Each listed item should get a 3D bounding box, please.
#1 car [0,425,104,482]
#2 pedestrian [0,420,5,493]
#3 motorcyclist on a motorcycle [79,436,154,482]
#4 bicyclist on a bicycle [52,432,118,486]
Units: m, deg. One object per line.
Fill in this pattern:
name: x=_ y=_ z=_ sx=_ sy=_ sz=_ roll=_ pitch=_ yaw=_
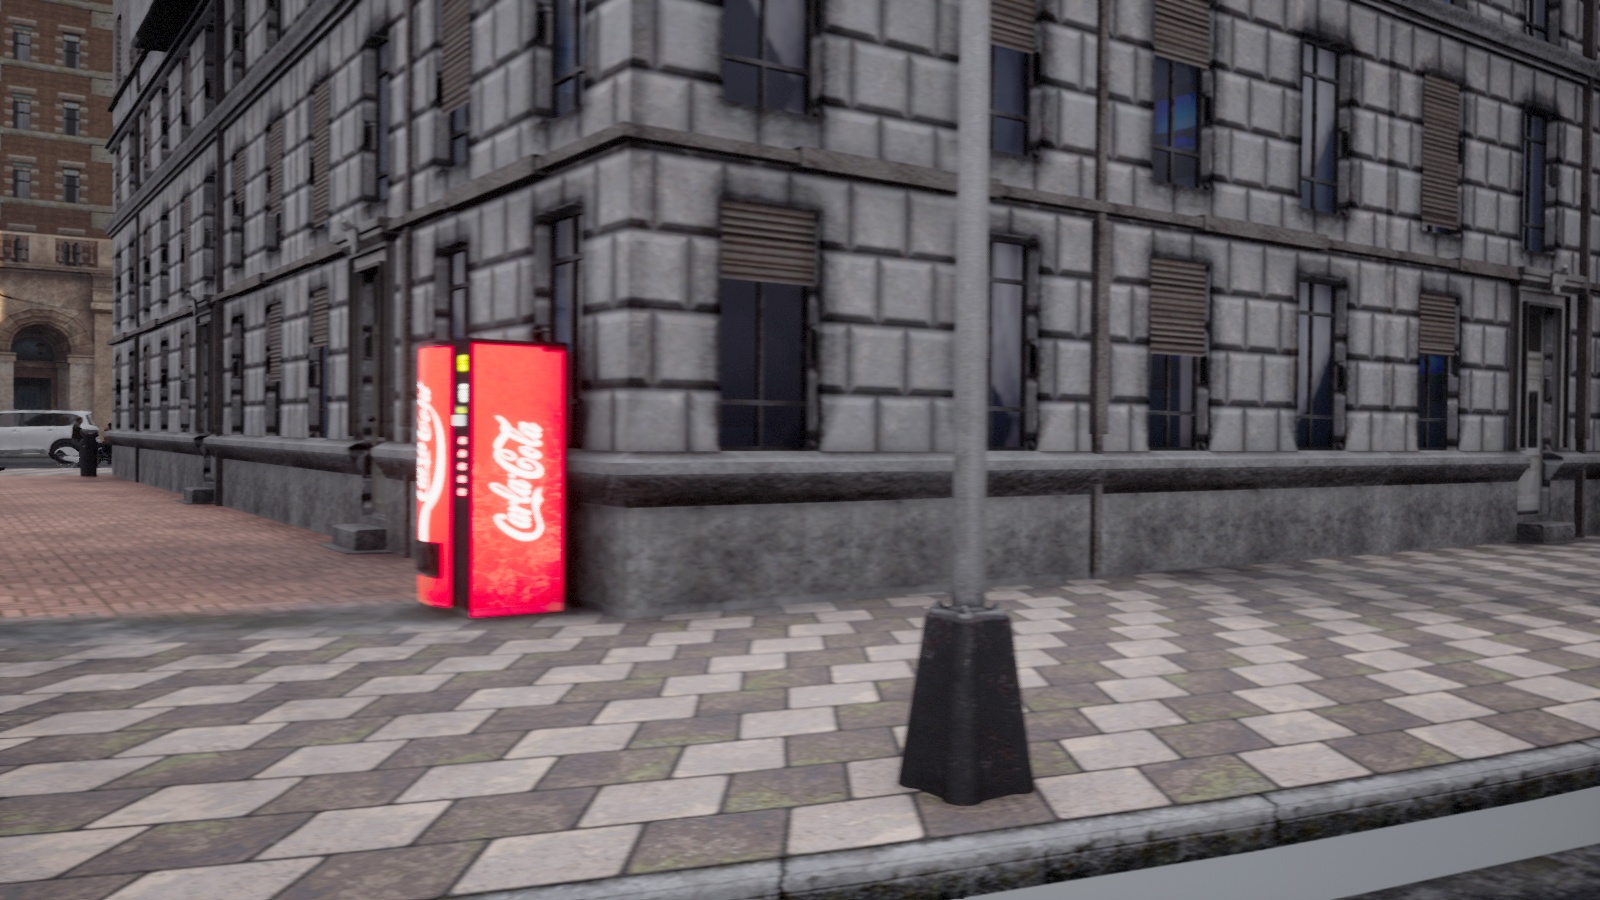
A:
car: x=-29.544 y=0.119 z=47.351 sx=5.566 sy=2.045 sz=2.150 roll=-1 pitch=1 yaw=-35
pedestrian: x=-22.028 y=0.180 z=33.896 sx=0.873 sy=1.952 sz=0.659 roll=-1 pitch=1 yaw=-25
motorcyclist on a motorcycle: x=-25.120 y=0.319 z=46.161 sx=2.350 sy=1.649 sz=0.766 roll=-1 pitch=1 yaw=-35
bicyclist on a bicycle: x=-24.204 y=0.285 z=42.538 sx=1.843 sy=1.776 sz=0.659 roll=-2 pitch=1 yaw=-35
